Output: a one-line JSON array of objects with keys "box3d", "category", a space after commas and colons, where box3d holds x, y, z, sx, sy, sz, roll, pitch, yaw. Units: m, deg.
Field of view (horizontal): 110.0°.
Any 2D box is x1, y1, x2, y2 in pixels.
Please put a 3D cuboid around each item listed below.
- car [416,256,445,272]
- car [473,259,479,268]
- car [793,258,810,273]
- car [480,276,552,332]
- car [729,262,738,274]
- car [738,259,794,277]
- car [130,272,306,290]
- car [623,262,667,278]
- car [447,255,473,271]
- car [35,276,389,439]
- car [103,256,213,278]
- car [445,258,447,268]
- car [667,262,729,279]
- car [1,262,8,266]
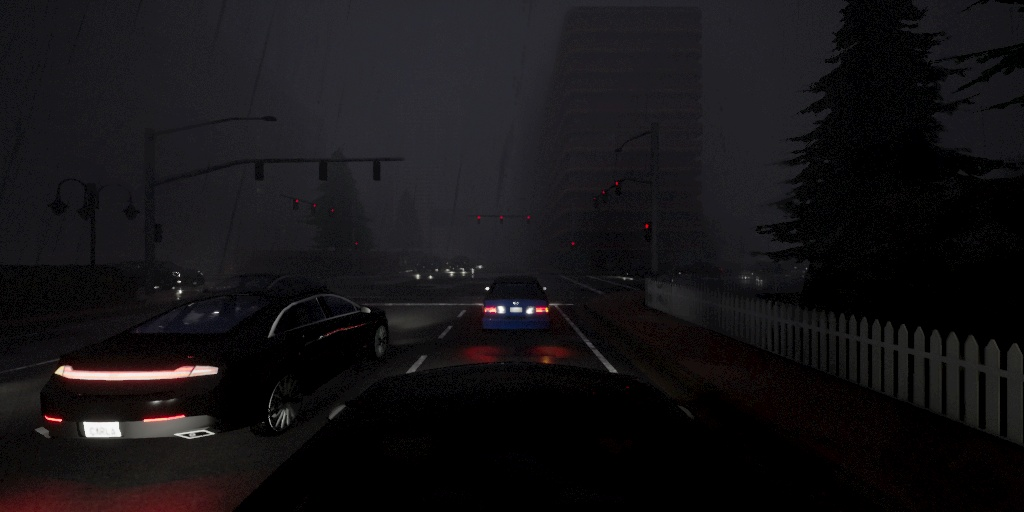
[{"box3d": [-10.547, 0.971, 46.015, 2.150, 2.045, 5.566, 0, 0, 2], "category": "car"}, {"box3d": [-7.045, 1.251, 59.713, 1.837, 1.490, 4.892, 0, 1, 0], "category": "car"}, {"box3d": [32.717, 0.916, 41.019, 2.150, 2.045, 5.566, 0, 0, 43], "category": "car"}, {"box3d": [0.119, 1.297, 10.847, 2.033, 1.411, 5.357, 0, 0, 1], "category": "car"}, {"box3d": [22.042, 1.295, 37.021, 4.718, 1.301, 1.895, 0, 0, -30], "category": "car"}, {"box3d": [24.356, 1.242, 34.310, 5.357, 1.411, 2.033, 0, 0, -31], "category": "car"}, {"box3d": [-7.095, 1.241, 10.157, 2.128, 1.511, 4.902, 0, 0, 0], "category": "car"}, {"box3d": [13.143, 1.242, 33.454, 5.357, 1.411, 2.033, 0, 0, -13], "category": "car"}, {"box3d": [-7.076, 0.971, 49.176, 2.150, 2.045, 5.566, 0, 0, 0], "category": "car"}, {"box3d": [-3.428, 1.242, 5.433, 2.128, 1.511, 4.902, 0, 0, 0], "category": "car"}, {"box3d": [-21.138, 1.047, 21.359, 4.553, 1.767, 2.097, 0, 0, 0], "category": "car"}, {"box3d": [-10.555, 1.103, 55.779, 2.097, 1.767, 4.553, 0, 0, 0], "category": "car"}, {"box3d": [15.877, 1.259, 30.630, 4.181, 1.385, 1.994, 0, 0, -20], "category": "car"}, {"box3d": [-30.613, 1.242, 21.303, 5.357, 1.411, 2.033, 0, 0, 0], "category": "car"}]
